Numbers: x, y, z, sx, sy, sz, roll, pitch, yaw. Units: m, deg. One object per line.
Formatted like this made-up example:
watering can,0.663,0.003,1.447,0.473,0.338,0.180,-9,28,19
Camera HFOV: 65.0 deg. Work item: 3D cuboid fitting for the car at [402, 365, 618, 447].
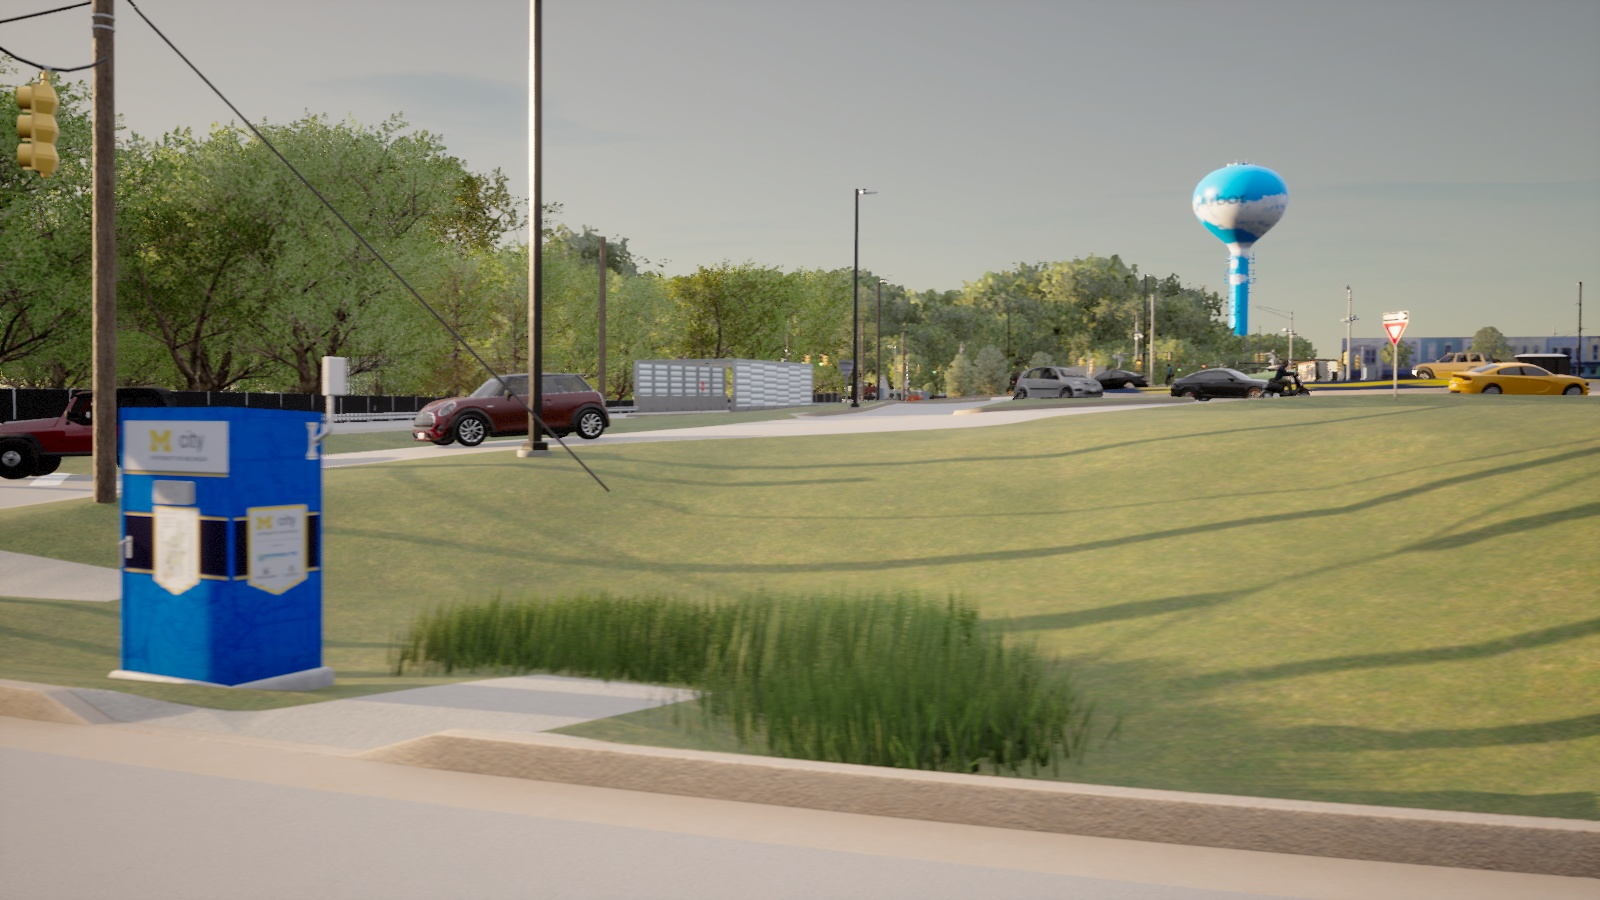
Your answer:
car,-6.980,-1.100,30.418,4.553,1.767,2.097,-4,3,-35

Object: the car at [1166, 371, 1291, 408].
car,18.100,-2.577,53.211,4.674,1.442,1.812,2,6,41

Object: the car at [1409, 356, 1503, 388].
car,39.441,-4.653,75.570,1.932,1.855,4.605,-2,3,-38

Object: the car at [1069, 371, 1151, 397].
car,20.691,-4.395,83.868,5.008,1.535,1.882,-1,3,23

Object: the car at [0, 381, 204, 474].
car,-15.051,-0.509,26.830,3.866,1.878,1.905,-1,2,-16

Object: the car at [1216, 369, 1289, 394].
car,30.767,-4.680,85.543,4.514,1.525,2.007,-1,1,14

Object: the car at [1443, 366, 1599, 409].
car,28.529,-2.497,49.782,5.008,1.535,1.882,1,7,4

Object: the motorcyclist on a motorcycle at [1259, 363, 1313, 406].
motorcyclist on a motorcycle,18.473,-2.472,47.717,1.817,1.590,0.866,2,1,24

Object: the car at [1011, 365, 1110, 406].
car,11.110,-2.741,53.704,1.851,1.617,3.988,0,1,-33
